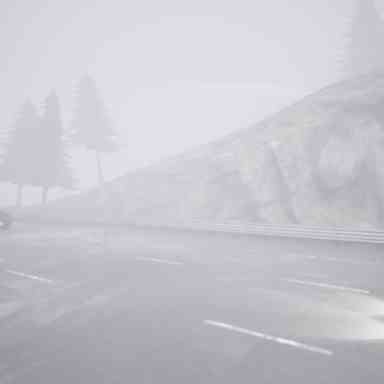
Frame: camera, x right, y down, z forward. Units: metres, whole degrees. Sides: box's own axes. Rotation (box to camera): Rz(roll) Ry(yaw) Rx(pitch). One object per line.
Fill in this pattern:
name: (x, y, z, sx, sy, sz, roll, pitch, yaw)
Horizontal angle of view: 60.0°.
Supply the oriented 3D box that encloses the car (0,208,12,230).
car: (-13.199, 1.620, 20.564, 4.892, 1.490, 1.837, 0, 0, 30)
